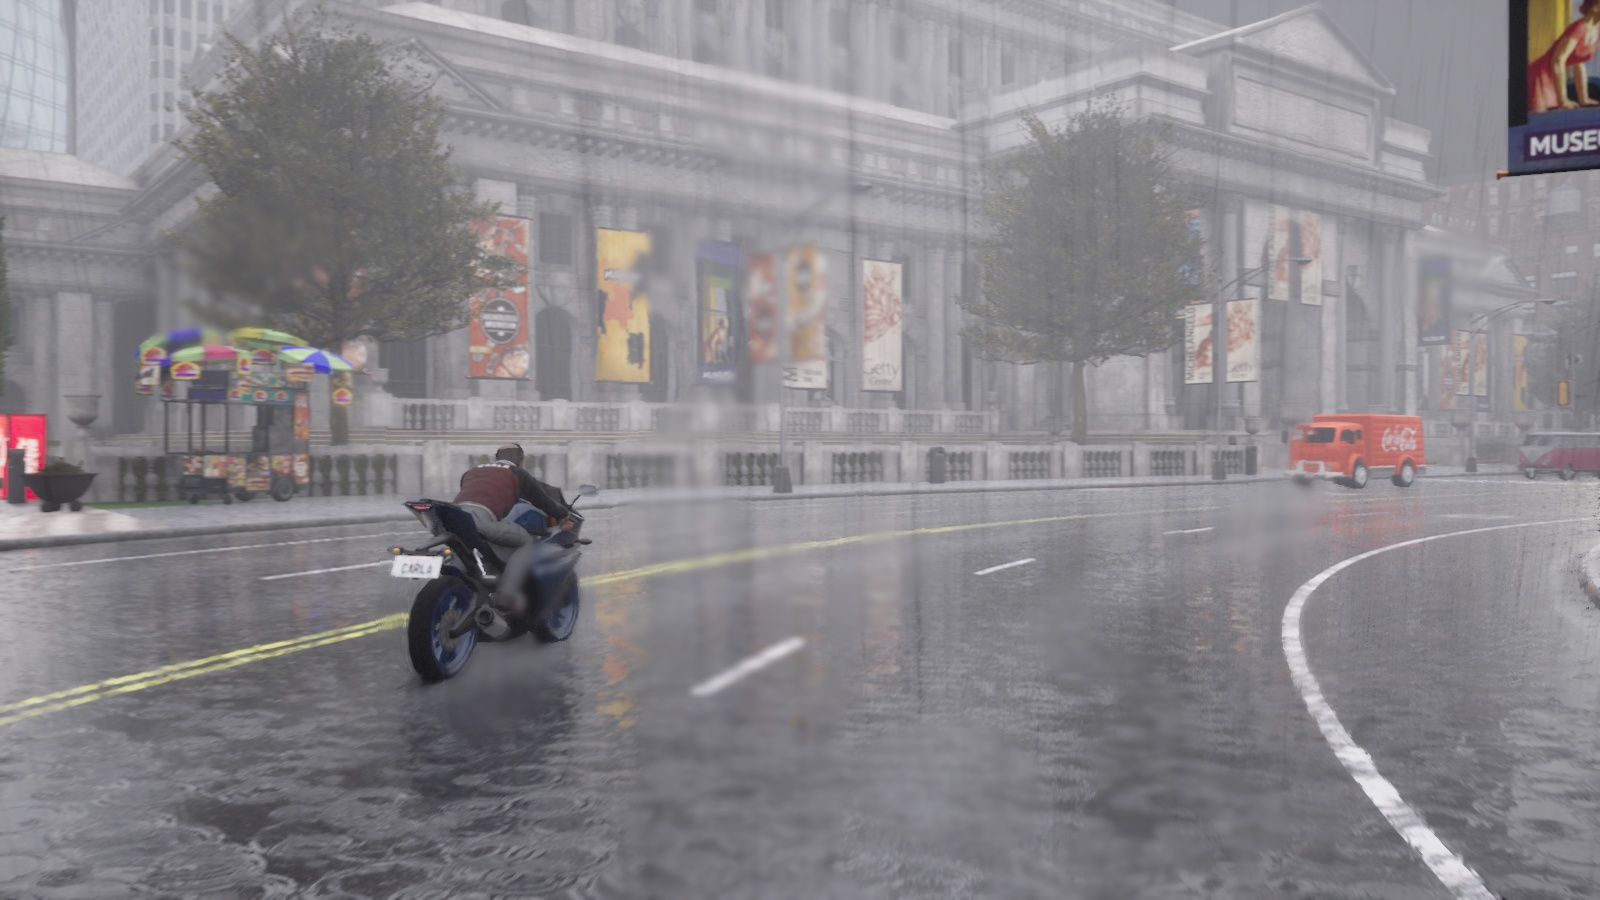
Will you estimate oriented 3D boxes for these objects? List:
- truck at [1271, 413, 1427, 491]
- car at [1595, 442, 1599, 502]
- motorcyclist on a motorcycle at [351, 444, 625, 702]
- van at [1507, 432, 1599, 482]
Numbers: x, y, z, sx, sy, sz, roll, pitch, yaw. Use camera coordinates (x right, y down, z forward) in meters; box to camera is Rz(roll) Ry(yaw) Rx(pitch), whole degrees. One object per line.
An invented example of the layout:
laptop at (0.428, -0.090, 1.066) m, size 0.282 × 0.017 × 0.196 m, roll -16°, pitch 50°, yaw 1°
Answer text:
truck at (18.604, 0.058, 42.481) m, size 5.204 × 2.467 × 2.627 m, roll 0°, pitch 0°, yaw -37°
car at (22.433, 0.557, 32.203) m, size 4.514 × 1.525 × 2.007 m, roll 0°, pitch 0°, yaw -37°
motorcyclist on a motorcycle at (-2.048, 0.728, 8.654) m, size 0.866 × 1.530 × 2.191 m, roll 0°, pitch 0°, yaw 15°
van at (31.424, 0.272, 51.717) m, size 4.442 × 1.987 × 1.775 m, roll 0°, pitch 0°, yaw -26°
